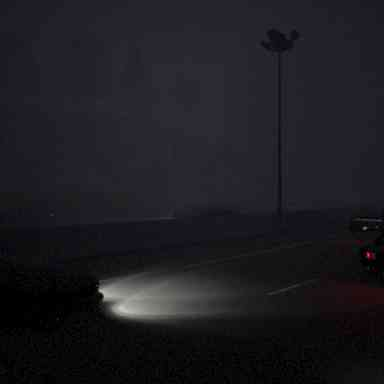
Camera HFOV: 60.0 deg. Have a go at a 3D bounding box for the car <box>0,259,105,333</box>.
[{"bbox_3d":[-4.212,1.594,5.174,5.357,1.411,2.033,0,-1,-36],"label":"car"}]

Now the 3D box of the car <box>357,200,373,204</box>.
[{"bbox_3d":[31.682,2.143,61.010,1.895,1.301,4.718,0,-1,39],"label":"car"}]

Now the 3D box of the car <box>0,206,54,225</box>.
[{"bbox_3d":[-13.221,1.767,24.831,5.357,1.411,2.033,0,-1,-40],"label":"car"}]

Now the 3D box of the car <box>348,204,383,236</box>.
[{"bbox_3d":[10.461,1.662,18.837,2.128,1.511,4.902,0,-1,42],"label":"car"}]

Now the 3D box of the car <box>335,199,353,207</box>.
[{"bbox_3d":[29.521,2.096,63.892,1.812,1.442,4.674,0,-1,39],"label":"car"}]

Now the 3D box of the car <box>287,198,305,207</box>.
[{"bbox_3d":[19.716,1.917,63.014,2.097,1.767,4.553,0,-1,40],"label":"car"}]

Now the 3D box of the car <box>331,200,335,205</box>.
[{"bbox_3d":[31.762,2.174,72.121,2.033,1.411,5.357,0,-1,39],"label":"car"}]

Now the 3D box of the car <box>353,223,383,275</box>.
[{"bbox_3d":[6.697,1.690,9.754,4.718,1.301,1.895,0,-1,-44],"label":"car"}]

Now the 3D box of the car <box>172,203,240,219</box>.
[{"bbox_3d":[1.132,1.695,24.258,1.882,1.535,5.008,0,0,42],"label":"car"}]

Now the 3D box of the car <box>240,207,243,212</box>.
[{"bbox_3d":[3.963,1.945,38.506,1.895,1.301,4.718,0,-1,39],"label":"car"}]
